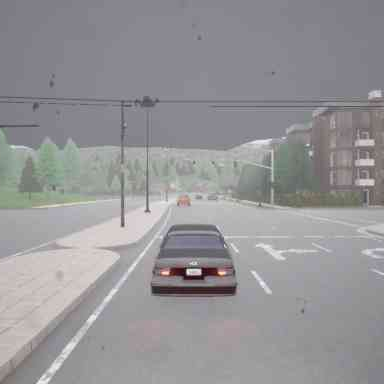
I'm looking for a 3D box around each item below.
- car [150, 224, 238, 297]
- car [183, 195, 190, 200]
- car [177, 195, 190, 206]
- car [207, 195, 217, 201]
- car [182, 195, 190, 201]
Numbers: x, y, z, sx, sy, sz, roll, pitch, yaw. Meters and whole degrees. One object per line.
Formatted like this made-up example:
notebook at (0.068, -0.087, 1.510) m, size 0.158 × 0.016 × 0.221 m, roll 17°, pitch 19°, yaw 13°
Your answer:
car at (0.042, 1.547, 8.758) m, size 2.033 × 1.411 × 5.357 m, roll 0°, pitch 0°, yaw 0°
car at (-1.546, 1.571, 95.643) m, size 1.895 × 1.301 × 4.718 m, roll 0°, pitch 0°, yaw 0°
car at (-1.358, 1.352, 54.503) m, size 2.097 × 1.767 × 4.553 m, roll 0°, pitch 0°, yaw -1°
car at (5.478, 1.539, 85.374) m, size 2.033 × 1.411 × 5.357 m, roll 0°, pitch 0°, yaw 0°
car at (-1.522, 1.523, 85.328) m, size 1.812 × 1.442 × 4.674 m, roll 0°, pitch 0°, yaw 0°
